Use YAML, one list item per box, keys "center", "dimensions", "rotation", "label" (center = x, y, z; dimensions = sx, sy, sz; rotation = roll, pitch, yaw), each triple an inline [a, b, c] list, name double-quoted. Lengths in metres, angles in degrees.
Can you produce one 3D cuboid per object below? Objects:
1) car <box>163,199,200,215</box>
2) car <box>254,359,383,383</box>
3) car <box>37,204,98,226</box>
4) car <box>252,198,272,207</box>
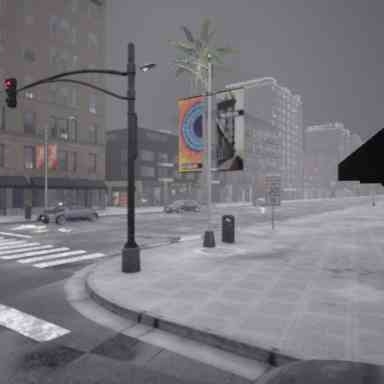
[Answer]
- center: [-1.001, 1.527, 34.934]
  dimensions: [1.837, 1.490, 4.892]
  rotation: [0, 0, 35]
  label: "car"
- center: [2.141, 1.552, 1.322]
  dimensions: [4.403, 1.369, 2.008]
  rotation: [0, 0, 35]
  label: "car"
- center: [-8.810, 1.563, 23.852]
  dimensions: [1.994, 1.385, 4.181]
  rotation: [0, 0, 35]
  label: "car"
- center: [11.113, 1.602, 51.973]
  dimensions: [1.812, 1.442, 4.674]
  rotation: [0, 0, 35]
  label: "car"
